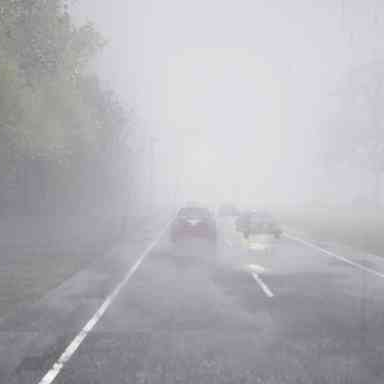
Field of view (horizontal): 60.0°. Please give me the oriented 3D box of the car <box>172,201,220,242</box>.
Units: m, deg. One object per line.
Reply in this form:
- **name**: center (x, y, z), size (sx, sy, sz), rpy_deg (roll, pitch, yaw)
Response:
- **car**: center (0.097, 1.468, 17.165), size (2.097, 1.767, 4.553), rpy_deg (0, 0, 0)

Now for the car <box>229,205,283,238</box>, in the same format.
- **car**: center (3.507, 1.671, 18.276), size (2.033, 1.411, 5.357), rpy_deg (0, 0, 0)

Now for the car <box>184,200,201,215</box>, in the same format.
- **car**: center (0.091, 1.764, 38.833), size (1.837, 1.490, 4.892), rpy_deg (0, 0, 0)

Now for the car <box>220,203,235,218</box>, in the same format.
- **car**: center (3.542, 1.766, 32.643), size (2.033, 1.411, 5.357), rpy_deg (0, 0, 0)
